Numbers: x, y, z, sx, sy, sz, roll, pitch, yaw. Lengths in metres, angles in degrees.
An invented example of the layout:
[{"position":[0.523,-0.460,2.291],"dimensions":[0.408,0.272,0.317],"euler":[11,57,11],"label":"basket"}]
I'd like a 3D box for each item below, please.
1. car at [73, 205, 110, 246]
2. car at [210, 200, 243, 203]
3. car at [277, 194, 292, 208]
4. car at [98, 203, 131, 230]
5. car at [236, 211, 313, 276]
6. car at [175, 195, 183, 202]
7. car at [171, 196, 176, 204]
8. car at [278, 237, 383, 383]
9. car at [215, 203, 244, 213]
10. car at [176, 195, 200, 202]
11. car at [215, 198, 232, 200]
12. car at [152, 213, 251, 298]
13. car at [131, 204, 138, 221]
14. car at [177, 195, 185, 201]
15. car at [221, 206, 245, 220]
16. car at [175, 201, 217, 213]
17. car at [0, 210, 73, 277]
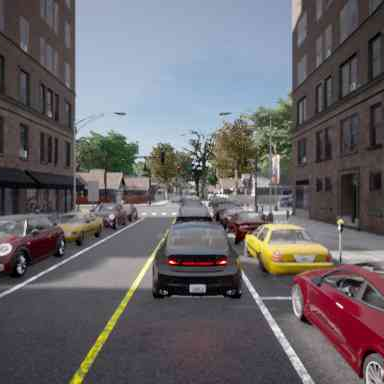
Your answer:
[{"position":[-5.379,1.524,15.291],"dimensions":[1.752,1.417,4.829],"euler":[0,0,0],"label":"car"},{"position":[2.655,1.566,26.495],"dimensions":[1.947,1.339,4.313],"euler":[0,0,0],"label":"car"},{"position":[14.287,1.436,46.210],"dimensions":[4.674,1.442,1.812],"euler":[0,0,-2],"label":"car"},{"position":[-5.375,1.440,20.980],"dimensions":[1.967,1.590,4.097],"euler":[0,0,0],"label":"car"},{"position":[2.642,1.523,10.110],"dimensions":[1.752,1.417,4.829],"euler":[0,0,0],"label":"car"},{"position":[-2.997,1.547,77.148],"dimensions":[1.837,1.490,4.892],"euler":[0,0,0],"label":"car"},{"position":[-3.016,1.556,65.435],"dimensions":[1.812,1.442,4.674],"euler":[0,0,0],"label":"car"},{"position":[2.638,1.580,4.421],"dimensions":[1.802,1.307,4.206],"euler":[0,0,0],"label":"car"},{"position":[2.651,1.581,20.976],"dimensions":[1.802,1.307,4.206],"euler":[0,0,0],"label":"car"},{"position":[0.019,1.353,26.998],"dimensions":[2.097,1.767,4.553],"euler":[0,0,0],"label":"car"},{"position":[4.517,1.495,43.793],"dimensions":[4.674,1.442,1.812],"euler":[0,1,28],"label":"car"},{"position":[0.107,1.503,8.458],"dimensions":[1.837,1.490,4.892],"euler":[0,0,0],"label":"car"},{"position":[-5.370,1.582,26.499],"dimensions":[1.802,1.307,4.206],"euler":[0,0,0],"label":"car"},{"position":[-3.023,1.594,91.535],"dimensions":[2.128,1.511,4.902],"euler":[0,0,0],"label":"car"},{"position":[2.646,1.543,15.458],"dimensions":[1.887,1.381,4.507],"euler":[0,0,0],"label":"car"},{"position":[0.112,1.477,17.942],"dimensions":[1.882,1.535,5.008],"euler":[0,0,0],"label":"car"},{"position":[-5.383,1.438,9.943],"dimensions":[1.967,1.590,4.097],"euler":[0,0,0],"label":"car"}]
